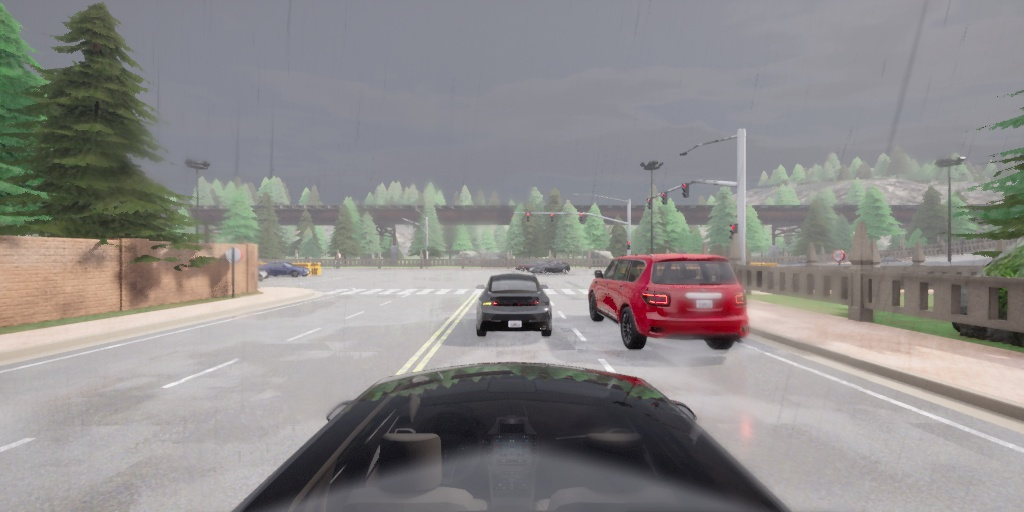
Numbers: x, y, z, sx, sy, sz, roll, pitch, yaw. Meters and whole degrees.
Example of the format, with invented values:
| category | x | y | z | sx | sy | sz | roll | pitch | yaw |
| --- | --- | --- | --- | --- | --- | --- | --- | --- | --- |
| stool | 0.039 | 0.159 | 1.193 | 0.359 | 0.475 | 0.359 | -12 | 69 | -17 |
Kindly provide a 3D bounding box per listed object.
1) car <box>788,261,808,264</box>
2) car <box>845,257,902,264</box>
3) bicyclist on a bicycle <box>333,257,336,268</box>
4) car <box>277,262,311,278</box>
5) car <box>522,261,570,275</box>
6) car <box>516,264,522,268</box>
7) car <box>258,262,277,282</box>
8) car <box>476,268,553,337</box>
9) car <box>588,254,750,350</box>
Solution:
| category | x | y | z | sx | sy | sz | roll | pitch | yaw |
| --- | --- | --- | --- | --- | --- | --- | --- | --- | --- |
| car | 38.115 | 1.285 | 48.160 | 4.718 | 1.301 | 1.895 | -1 | 0 | -1 |
| car | 41.793 | 0.933 | 41.178 | 4.553 | 1.767 | 2.097 | -2 | 0 | 0 |
| bicyclist on a bicycle | -27.410 | 1.051 | 55.790 | 0.582 | 1.620 | 1.656 | 0 | 0 | 0 |
| car | -21.555 | 1.276 | 33.817 | 4.674 | 1.442 | 1.812 | 0 | 0 | 0 |
| car | 3.950 | 1.242 | 38.051 | 4.902 | 1.511 | 2.128 | 0 | 0 | -34 |
| car | 2.880 | 1.351 | 44.559 | 4.718 | 1.301 | 1.895 | 0 | 0 | 0 |
| car | -20.932 | 1.241 | 26.804 | 4.902 | 1.511 | 2.128 | 0 | 0 | 0 |
| car | 0.021 | 1.255 | 10.334 | 1.837 | 1.490 | 4.892 | 0 | 0 | -1 |
| car | 3.517 | 0.971 | 9.233 | 2.150 | 2.045 | 5.566 | 0 | 0 | 0 |
